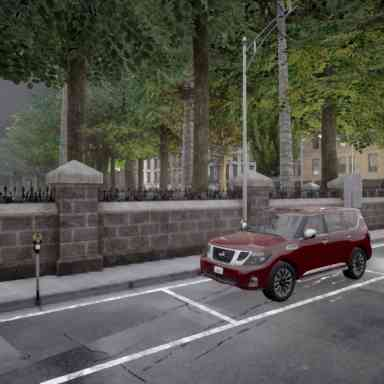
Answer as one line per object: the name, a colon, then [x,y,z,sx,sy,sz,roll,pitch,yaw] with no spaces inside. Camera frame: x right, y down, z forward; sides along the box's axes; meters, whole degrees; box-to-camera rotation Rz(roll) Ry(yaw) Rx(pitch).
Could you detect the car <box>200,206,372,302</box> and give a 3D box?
car: [2.590,1.314,8.436,5.009,1.841,2.192,0,0,-36]
